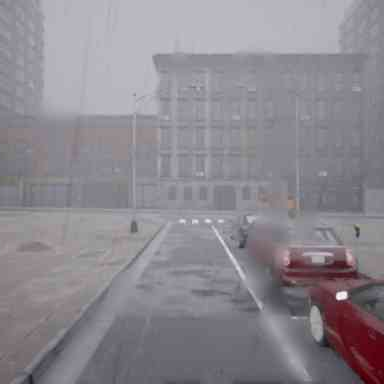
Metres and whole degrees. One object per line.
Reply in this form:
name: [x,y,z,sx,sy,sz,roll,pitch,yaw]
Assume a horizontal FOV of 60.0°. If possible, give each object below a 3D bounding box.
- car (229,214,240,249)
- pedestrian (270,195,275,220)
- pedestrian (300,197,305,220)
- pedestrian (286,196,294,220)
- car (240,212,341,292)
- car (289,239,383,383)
car: [2.645,1.561,14.430,2.008,1.369,4.403,0,0,0]
pedestrian: [6.011,1.156,24.953,0.375,1.860,0.375,0,-1,0]
pedestrian: [8.011,1.271,24.352,0.375,1.860,0.375,0,-1,0]
pedestrian: [7.011,1.195,23.752,0.375,1.860,0.375,0,-1,0]
car: [2.645,1.446,8.926,1.967,1.590,4.097,0,0,0]
car: [2.644,1.547,3.422,1.887,1.381,4.507,0,0,0]
